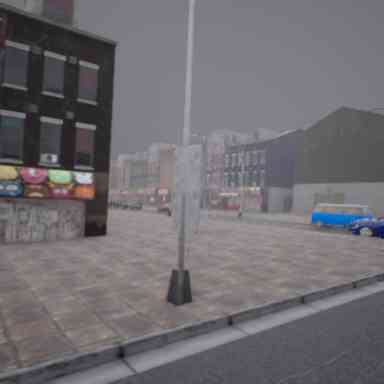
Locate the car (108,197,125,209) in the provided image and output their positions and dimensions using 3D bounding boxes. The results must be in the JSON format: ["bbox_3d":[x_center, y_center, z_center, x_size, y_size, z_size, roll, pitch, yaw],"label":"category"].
[{"bbox_3d":[-12.079,1.753,53.837,2.192,1.841,5.009,3,-2,-35],"label":"car"}]

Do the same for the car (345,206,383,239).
[{"bbox_3d":[10.642,1.724,16.711,5.008,1.535,1.882,1,1,30],"label":"car"}]

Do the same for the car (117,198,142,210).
[{"bbox_3d":[-8.922,1.989,49.374,1.947,1.339,4.313,3,-2,-35],"label":"car"}]

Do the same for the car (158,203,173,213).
[{"bbox_3d":[-2.590,1.984,40.460,1.802,1.307,4.206,3,-2,-35],"label":"car"}]

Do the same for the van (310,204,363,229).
[{"bbox_3d":[10.084,1.731,22.639,1.690,1.788,3.998,4,-2,-35],"label":"van"}]
